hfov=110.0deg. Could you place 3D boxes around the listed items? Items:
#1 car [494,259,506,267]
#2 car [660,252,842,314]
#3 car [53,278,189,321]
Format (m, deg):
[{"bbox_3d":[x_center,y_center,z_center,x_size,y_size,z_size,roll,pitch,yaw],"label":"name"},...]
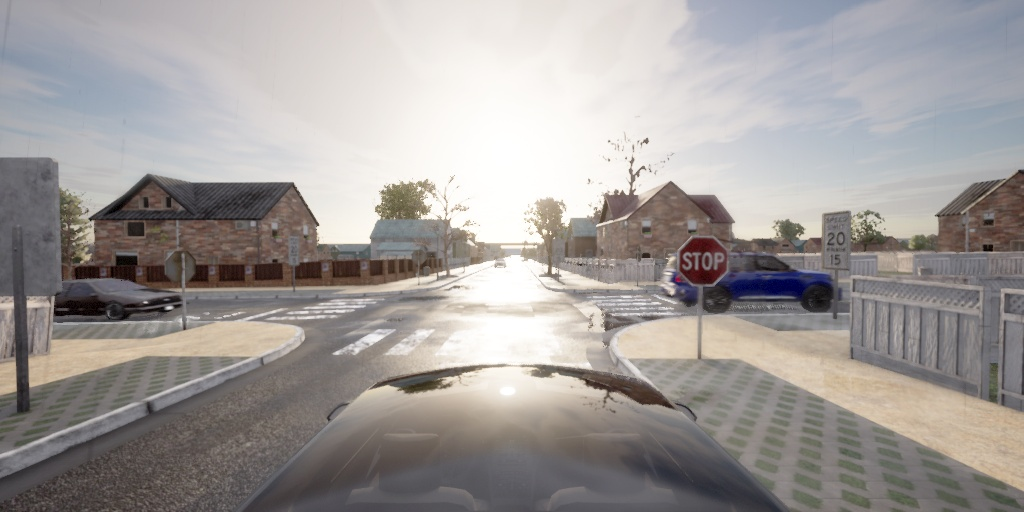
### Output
[{"bbox_3d":[-1.993,1.220,62.248,1.812,1.442,4.674,0,0,1],"label":"car"},{"bbox_3d":[8.202,0.852,12.686,5.566,2.045,2.150,-1,1,1],"label":"car"},{"bbox_3d":[-15.148,1.538,13.099,5.357,1.411,2.033,-1,1,1],"label":"car"}]
